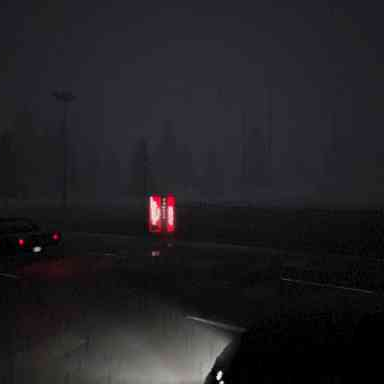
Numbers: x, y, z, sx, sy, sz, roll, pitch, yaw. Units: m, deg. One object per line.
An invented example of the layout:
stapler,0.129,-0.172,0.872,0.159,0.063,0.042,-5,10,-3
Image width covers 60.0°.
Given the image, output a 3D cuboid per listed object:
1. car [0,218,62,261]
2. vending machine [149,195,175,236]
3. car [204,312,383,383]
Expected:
car,-7.089,1.601,12.063,4.718,1.301,1.895,0,0,28
vending machine,-1.595,1.195,17.765,0.880,2.100,1.100,0,0,29
car,2.104,1.563,2.313,4.181,1.385,1.994,0,0,35
